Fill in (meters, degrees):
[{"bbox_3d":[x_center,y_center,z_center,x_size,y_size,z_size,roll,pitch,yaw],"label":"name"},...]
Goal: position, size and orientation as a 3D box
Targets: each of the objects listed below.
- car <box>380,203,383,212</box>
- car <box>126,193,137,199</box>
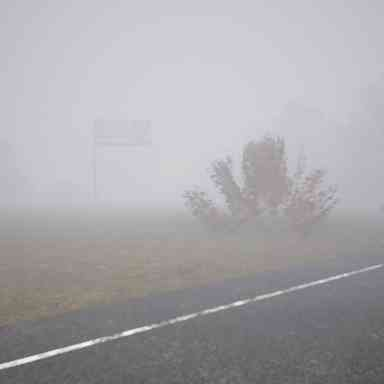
[{"bbox_3d":[19.098,1.390,28.957,2.128,1.511,4.902,0,1,-35],"label":"car"},{"bbox_3d":[-14.729,1.019,80.896,2.128,1.511,4.902,0,0,-27],"label":"car"}]
